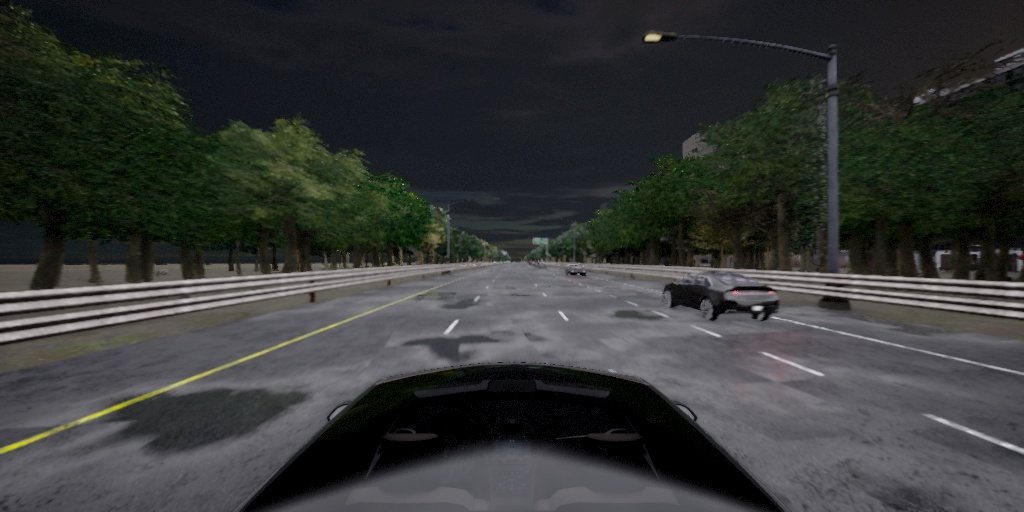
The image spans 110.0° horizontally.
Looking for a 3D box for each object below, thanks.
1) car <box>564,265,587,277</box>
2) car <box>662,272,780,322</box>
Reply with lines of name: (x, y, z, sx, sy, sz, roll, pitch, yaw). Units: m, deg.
car: (7.110, 1.710, 40.667, 1.895, 1.301, 4.718, 0, -1, 0)
car: (7.015, 1.304, 12.669, 2.128, 1.511, 4.902, 0, 0, 0)
